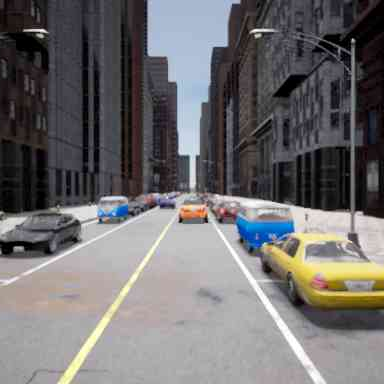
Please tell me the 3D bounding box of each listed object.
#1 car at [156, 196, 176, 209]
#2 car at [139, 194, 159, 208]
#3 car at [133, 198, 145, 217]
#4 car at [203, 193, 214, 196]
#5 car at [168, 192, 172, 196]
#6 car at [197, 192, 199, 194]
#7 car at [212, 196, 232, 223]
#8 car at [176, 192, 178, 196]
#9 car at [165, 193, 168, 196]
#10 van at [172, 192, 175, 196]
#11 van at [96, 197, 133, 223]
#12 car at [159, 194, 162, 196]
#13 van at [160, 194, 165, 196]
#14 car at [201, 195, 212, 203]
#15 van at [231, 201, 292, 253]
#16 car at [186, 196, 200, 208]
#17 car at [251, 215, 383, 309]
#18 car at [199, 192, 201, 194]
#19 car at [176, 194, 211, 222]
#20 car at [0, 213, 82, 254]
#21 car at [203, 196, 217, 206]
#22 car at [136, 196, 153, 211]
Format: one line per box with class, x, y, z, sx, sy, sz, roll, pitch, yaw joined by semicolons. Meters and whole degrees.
car;-3.003;1.454;41.333;1.895;1.301;4.718;0;0;0
car;-5.768;1.168;41.427;2.192;1.841;5.009;0;0;0
car;-5.766;1.458;30.155;1.947;1.339;4.313;0;0;0
car;2.758;1.274;47.074;1.967;1.590;4.097;0;0;0
car;-5.768;1.195;69.611;1.967;1.590;4.097;0;0;0
car;2.756;1.157;80.892;1.967;1.590;4.097;0;0;0
car;2.759;1.352;24.530;1.967;1.590;4.097;0;0;0
car;-5.769;1.231;92.157;2.008;1.369;4.403;0;0;0
car;-5.768;1.234;58.338;1.967;1.590;4.097;0;0;0
van;-5.769;1.058;80.884;1.690;1.788;3.998;0;0;0
van;-5.767;1.253;24.517;1.690;1.788;3.998;0;0;0
car;-5.767;1.378;47.065;1.887;1.381;4.507;0;0;0
van;-5.768;1.155;52.701;1.690;1.788;3.998;0;0;0
car;2.757;1.320;63.984;1.887;1.381;4.507;0;0;0
van;2.759;1.293;13.256;1.690;1.788;3.998;0;0;0
car;0.098;1.346;45.170;1.837;1.490;4.892;0;0;0
car;2.760;1.497;7.791;1.752;1.417;4.829;0;0;0
car;2.757;1.109;58.347;2.192;1.841;5.009;0;0;0
car;0.100;1.261;25.576;2.097;1.767;4.553;0;0;0
car;-5.766;1.518;13.244;1.947;1.339;4.313;0;0;0
car;2.758;1.380;52.711;1.947;1.339;4.313;0;0;0
car;-5.766;1.439;35.791;1.947;1.339;4.313;0;0;0
